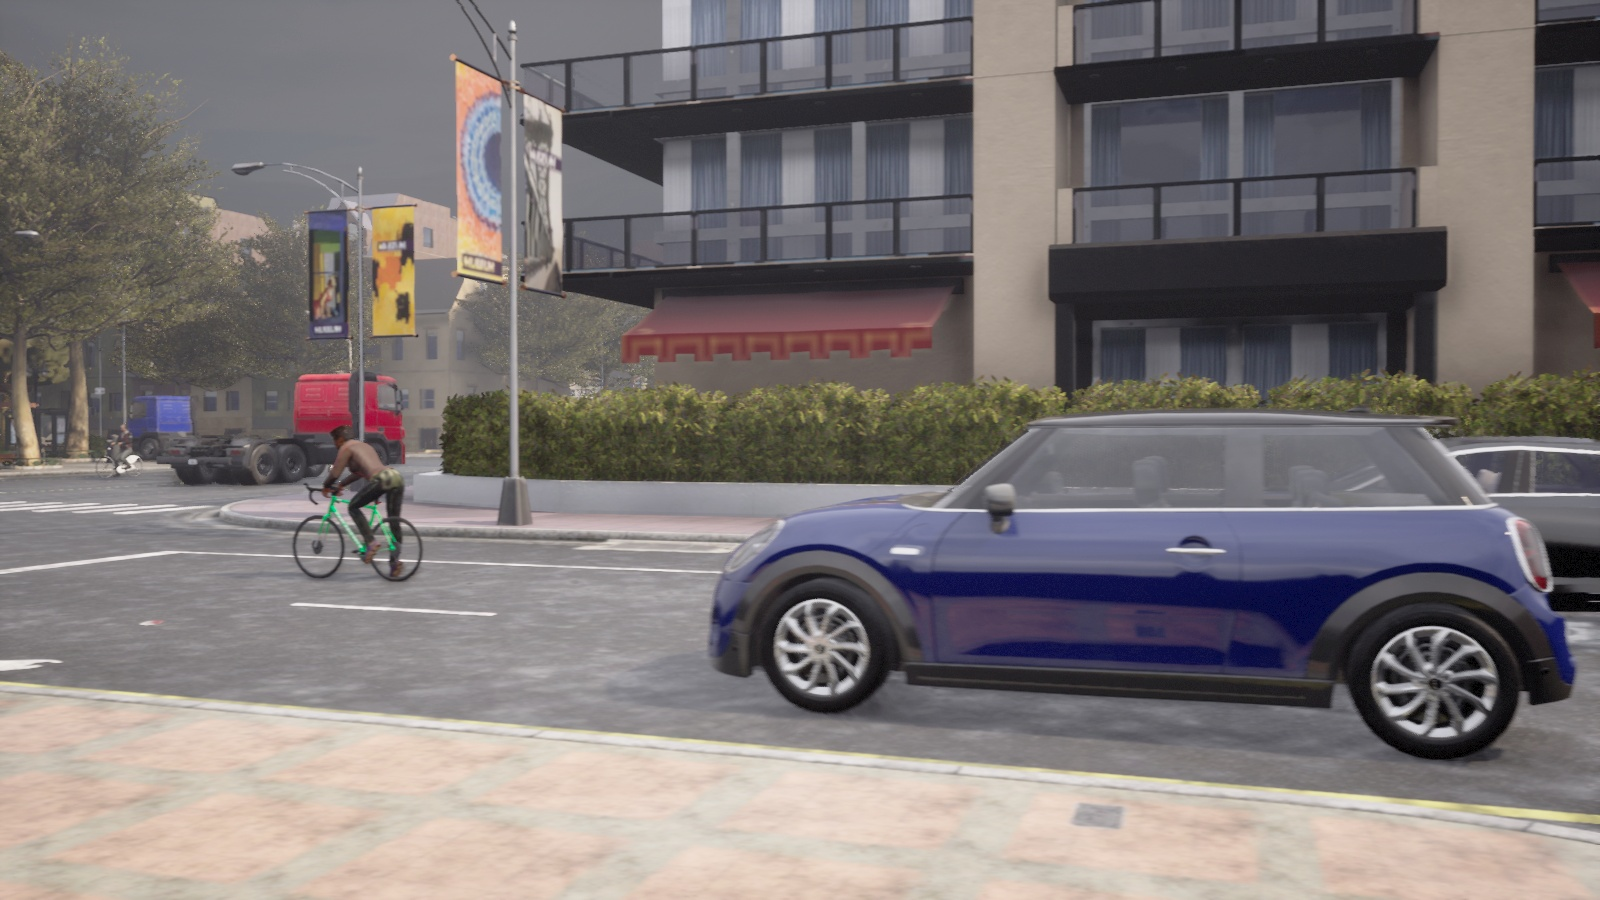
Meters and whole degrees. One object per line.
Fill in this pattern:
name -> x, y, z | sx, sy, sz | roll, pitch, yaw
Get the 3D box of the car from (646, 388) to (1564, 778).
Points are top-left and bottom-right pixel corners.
car -> 1.618, 0.569, 7.394 | 4.553, 1.767, 2.097 | 1, 1, 19

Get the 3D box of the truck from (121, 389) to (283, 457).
truck -> -31.455, -1.435, 66.090 | 7.936, 3.462, 2.891 | 1, 1, 19

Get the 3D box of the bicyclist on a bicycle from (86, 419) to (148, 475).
bicyclist on a bicycle -> -22.342, -0.115, 41.129 | 0.659, 1.776, 1.843 | 1, 1, 18

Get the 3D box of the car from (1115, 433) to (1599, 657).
car -> 5.098, 0.646, 9.917 | 4.902, 1.511, 2.128 | 1, 1, 19

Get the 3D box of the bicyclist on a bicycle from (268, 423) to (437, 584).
bicyclist on a bicycle -> -4.694, 0.532, 13.176 | 1.656, 1.620, 0.582 | 0, 1, 19

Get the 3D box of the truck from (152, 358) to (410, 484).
truck -> -15.712, -0.893, 38.856 | 2.891, 3.462, 7.936 | 1, 1, 18
